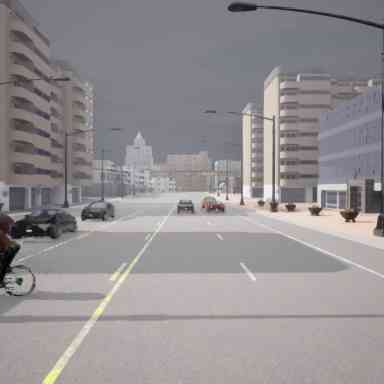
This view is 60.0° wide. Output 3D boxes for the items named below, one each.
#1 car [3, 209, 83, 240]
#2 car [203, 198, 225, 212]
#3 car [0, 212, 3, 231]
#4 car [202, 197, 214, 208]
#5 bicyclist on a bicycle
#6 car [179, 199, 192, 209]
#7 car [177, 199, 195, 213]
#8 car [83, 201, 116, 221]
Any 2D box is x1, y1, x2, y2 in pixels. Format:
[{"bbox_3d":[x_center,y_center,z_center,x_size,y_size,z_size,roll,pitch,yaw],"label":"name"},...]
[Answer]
[{"bbox_3d":[-7.421,1.582,17.084,1.994,1.385,4.181,0,0,-1],"label":"car"},{"bbox_3d":[2.751,1.698,39.731,1.895,1.301,4.718,0,0,-1],"label":"car"},{"bbox_3d":[-10.919,1.580,16.912,1.994,1.385,4.181,0,0,-1],"label":"car"},{"bbox_3d":[2.540,1.481,49.137,2.097,1.767,4.553,0,0,-1],"label":"car"},{"bbox_3d":[-4.150,1.447,7.024,1.656,1.620,0.582,-2,0,-1],"label":"bicyclist on a bicycle"},{"bbox_3d":[-0.936,1.728,48.143,1.895,1.301,4.718,0,0,-1],"label":"car"},{"bbox_3d":[-0.716,1.583,38.180,2.128,1.511,4.902,0,0,-1],"label":"car"},{"bbox_3d":[-7.656,1.533,27.552,1.882,1.535,5.008,0,0,-1],"label":"car"}]
